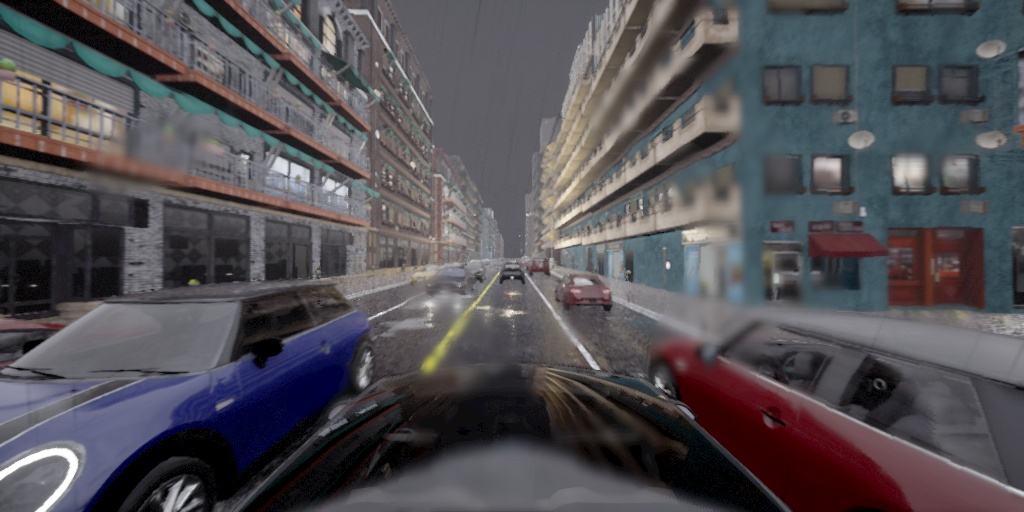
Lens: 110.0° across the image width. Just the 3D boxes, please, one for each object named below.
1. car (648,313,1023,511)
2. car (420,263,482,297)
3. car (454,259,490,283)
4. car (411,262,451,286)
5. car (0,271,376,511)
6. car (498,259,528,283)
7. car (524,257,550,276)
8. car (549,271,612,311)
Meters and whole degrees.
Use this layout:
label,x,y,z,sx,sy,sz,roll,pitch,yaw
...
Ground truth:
label,x,y,z,sx,sy,sz,roll,pitch,yaw
car,2.691,1.189,3.001,1.967,1.591,4.097,0,0,0
car,-3.015,1.279,18.930,2.033,1.411,5.357,0,0,0
car,-3.009,1.228,27.819,1.837,1.490,4.892,0,0,0
car,-5.697,1.251,24.936,1.751,1.417,4.829,0,0,0
car,-3.106,1.099,3.543,2.097,1.767,4.553,0,0,-1
car,0.035,1.230,27.216,1.837,1.490,4.892,0,1,0
car,2.681,1.030,36.142,2.192,1.841,5.009,0,0,0
car,2.687,1.319,14.048,1.802,1.307,4.207,0,0,0
